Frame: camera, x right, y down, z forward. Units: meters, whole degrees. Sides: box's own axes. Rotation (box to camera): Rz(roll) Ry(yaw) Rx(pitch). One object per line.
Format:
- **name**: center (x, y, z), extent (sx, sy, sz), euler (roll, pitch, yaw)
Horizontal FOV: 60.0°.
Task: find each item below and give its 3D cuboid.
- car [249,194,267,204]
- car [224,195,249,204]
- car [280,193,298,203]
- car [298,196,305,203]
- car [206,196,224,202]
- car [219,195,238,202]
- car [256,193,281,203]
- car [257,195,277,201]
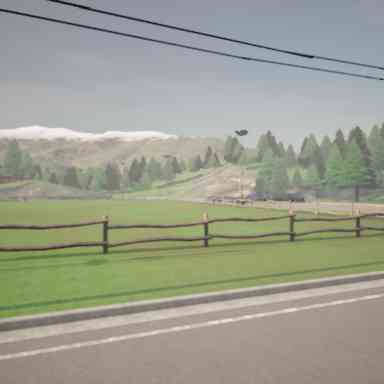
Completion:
- **car**: center (12.019, 1.547, 66.025), extent (2.033, 1.411, 5.357), euler (0, 0, -21)
- **car**: center (8.667, 1.563, 64.999), extent (1.994, 1.385, 4.181), euler (0, 0, -21)
- **car**: center (18.554, 1.225, 68.415), extent (2.150, 2.045, 5.566), euler (0, 0, -22)
- **car**: center (21.685, 1.499, 70.014), extent (1.837, 1.490, 4.892), euler (0, 0, -22)
- **car**: center (4.908, 1.487, 74.293), extent (2.033, 1.411, 5.357), euler (0, 0, -22)
- **car**: center (8.159, 1.488, 75.589), extent (2.033, 1.411, 5.357), euler (0, 0, -22)
- **car**: center (15.184, 1.491, 67.418), extent (2.128, 1.511, 4.902), euler (0, 0, -22)
- **car**: center (17.913, 1.482, 79.476), extent (2.033, 1.411, 5.357), euler (0, 0, -22)
